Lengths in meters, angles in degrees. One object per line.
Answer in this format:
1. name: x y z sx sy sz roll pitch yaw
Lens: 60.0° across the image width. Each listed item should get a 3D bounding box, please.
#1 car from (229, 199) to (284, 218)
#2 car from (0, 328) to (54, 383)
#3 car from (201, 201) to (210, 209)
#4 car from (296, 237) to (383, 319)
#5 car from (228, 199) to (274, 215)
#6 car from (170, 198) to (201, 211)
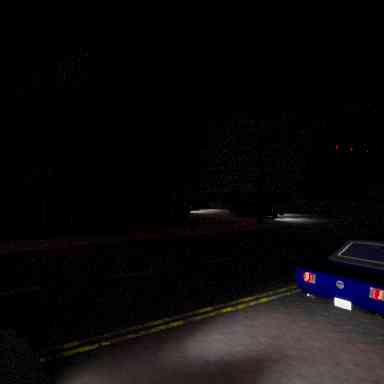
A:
1. car: 5.735 1.547 30.222 2.033 1.411 5.357 0 0 -36
2. car: -3.115 1.601 1.530 4.718 1.301 1.895 0 0 -35
3. car: 0.096 1.547 44.093 2.033 1.411 5.357 0 0 -36
4. car: 4.368 1.601 6.885 4.718 1.301 1.895 0 0 -35
5. car: 6.226 1.505 35.532 1.837 1.490 4.892 0 0 -36
6. car: -1.283 1.564 40.009 1.994 1.385 4.181 0 0 -35
